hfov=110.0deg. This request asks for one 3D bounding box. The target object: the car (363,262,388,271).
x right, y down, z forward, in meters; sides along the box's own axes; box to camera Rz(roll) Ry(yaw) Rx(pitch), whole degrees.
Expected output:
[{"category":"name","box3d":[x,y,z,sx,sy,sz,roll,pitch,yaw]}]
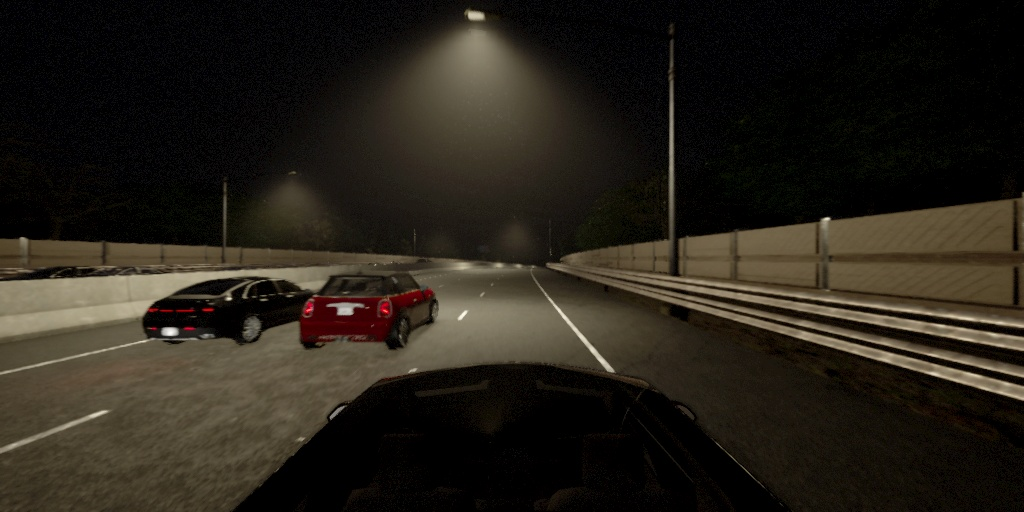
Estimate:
[{"category":"car","box3d":[-23.085,1.776,61.004,2.033,1.411,5.357,0,-1,3]}]

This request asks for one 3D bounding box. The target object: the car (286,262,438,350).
[{"category":"car","box3d":[-3.371,1.148,9.397,2.097,1.767,4.553,0,0,0]}]

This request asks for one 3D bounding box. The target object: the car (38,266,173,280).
[{"category":"car","box3d":[-20.966,1.316,19.230,2.128,1.511,4.902,0,0,1]}]

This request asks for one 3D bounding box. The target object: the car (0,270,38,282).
[{"category":"car","box3d":[-24.462,1.324,19.464,1.837,1.490,4.892,0,0,1]}]

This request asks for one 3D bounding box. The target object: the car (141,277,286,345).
[{"category":"car","box3d":[-6.871,1.296,9.642,1.837,1.490,4.892,0,0,0]}]

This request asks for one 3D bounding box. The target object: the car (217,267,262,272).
[{"category":"car","box3d":[-17.416,1.402,22.793,2.033,1.411,5.357,0,0,1]}]
